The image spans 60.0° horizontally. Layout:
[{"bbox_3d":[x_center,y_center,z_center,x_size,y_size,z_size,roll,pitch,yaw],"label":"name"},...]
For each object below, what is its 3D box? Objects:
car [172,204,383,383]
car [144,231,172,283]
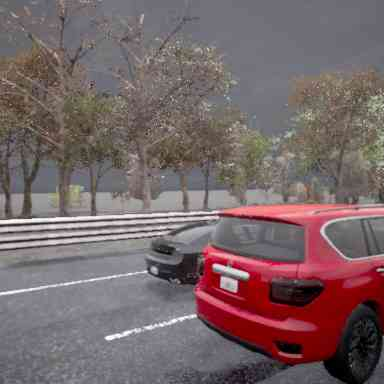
[{"bbox_3d":[2.641,1.218,5.595,5.566,2.045,2.150,0,0,-35],"label":"car"},{"bbox_3d":[1.139,1.501,8.817,4.892,1.490,1.837,0,0,-35],"label":"car"}]
